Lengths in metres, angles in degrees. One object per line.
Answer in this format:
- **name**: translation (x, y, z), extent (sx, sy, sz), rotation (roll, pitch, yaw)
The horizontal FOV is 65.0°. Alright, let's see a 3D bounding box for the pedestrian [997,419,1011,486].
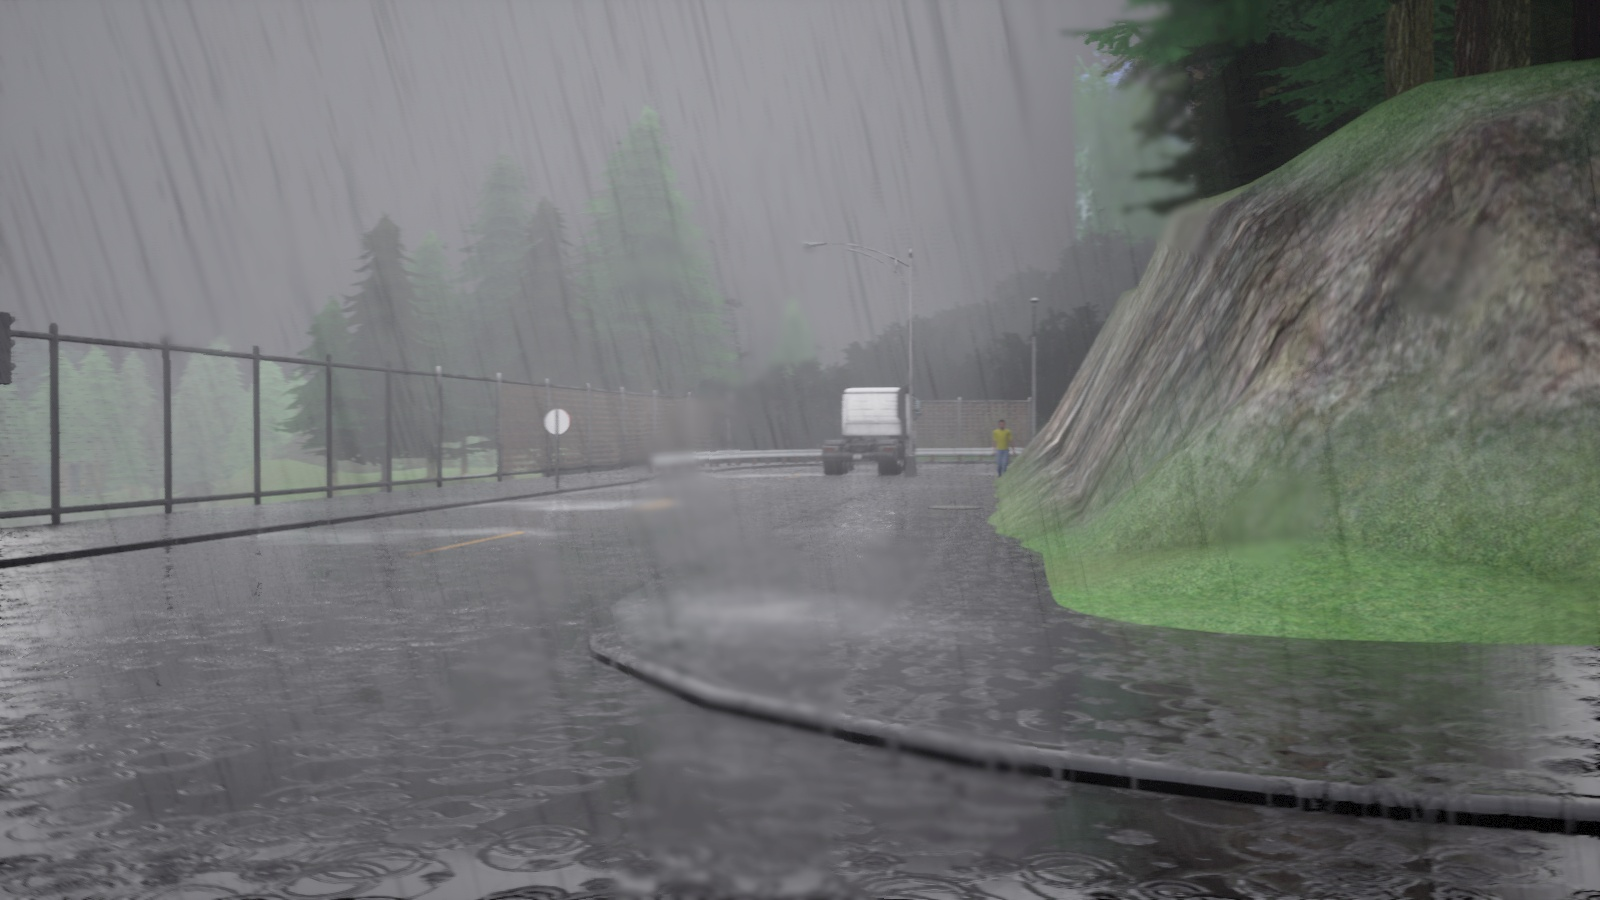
- **pedestrian**: translation (5.622, 0.066, 34.534), extent (0.354, 1.836, 0.706), rotation (0, 1, 10)

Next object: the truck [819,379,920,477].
- **truck**: translation (2.831, -0.839, 48.634), extent (2.891, 3.462, 7.936), rotation (0, 1, 10)
